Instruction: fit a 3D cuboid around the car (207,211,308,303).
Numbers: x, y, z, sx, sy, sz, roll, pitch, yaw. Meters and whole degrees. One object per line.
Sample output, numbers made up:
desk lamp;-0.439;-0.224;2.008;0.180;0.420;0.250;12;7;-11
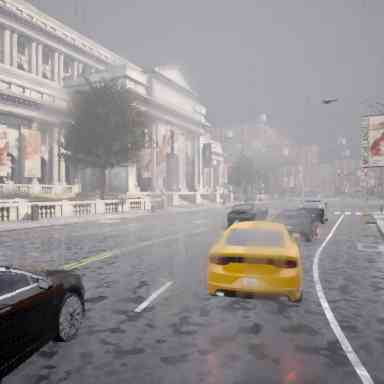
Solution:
car;1.687;1.478;8.412;1.882;1.535;5.008;0;0;15

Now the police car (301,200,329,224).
police car;9.132;1.425;25.075;1.930;1.638;5.238;0;0;27

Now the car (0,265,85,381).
car;-2.895;1.492;3.661;2.128;1.511;4.902;0;0;7

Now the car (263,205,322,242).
car;5.137;1.564;16.715;1.994;1.385;4.181;0;0;26

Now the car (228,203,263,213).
car;3.803;1.505;21.975;1.837;1.490;4.892;0;0;26
